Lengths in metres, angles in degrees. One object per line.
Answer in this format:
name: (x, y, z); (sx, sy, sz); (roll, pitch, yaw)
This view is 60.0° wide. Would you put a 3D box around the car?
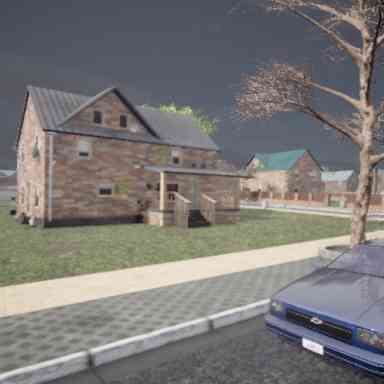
car: (3.659, 1.564, 5.792); (5.357, 1.411, 2.033); (0, 0, -37)
